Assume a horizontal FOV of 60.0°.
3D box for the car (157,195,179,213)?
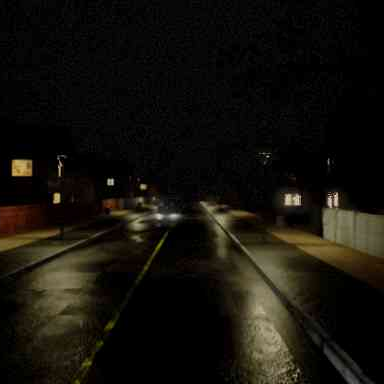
[{"bbox_3d":[-2.751,1.326,38.704,2.150,2.045,5.566,0,0,0],"label":"car"}]
